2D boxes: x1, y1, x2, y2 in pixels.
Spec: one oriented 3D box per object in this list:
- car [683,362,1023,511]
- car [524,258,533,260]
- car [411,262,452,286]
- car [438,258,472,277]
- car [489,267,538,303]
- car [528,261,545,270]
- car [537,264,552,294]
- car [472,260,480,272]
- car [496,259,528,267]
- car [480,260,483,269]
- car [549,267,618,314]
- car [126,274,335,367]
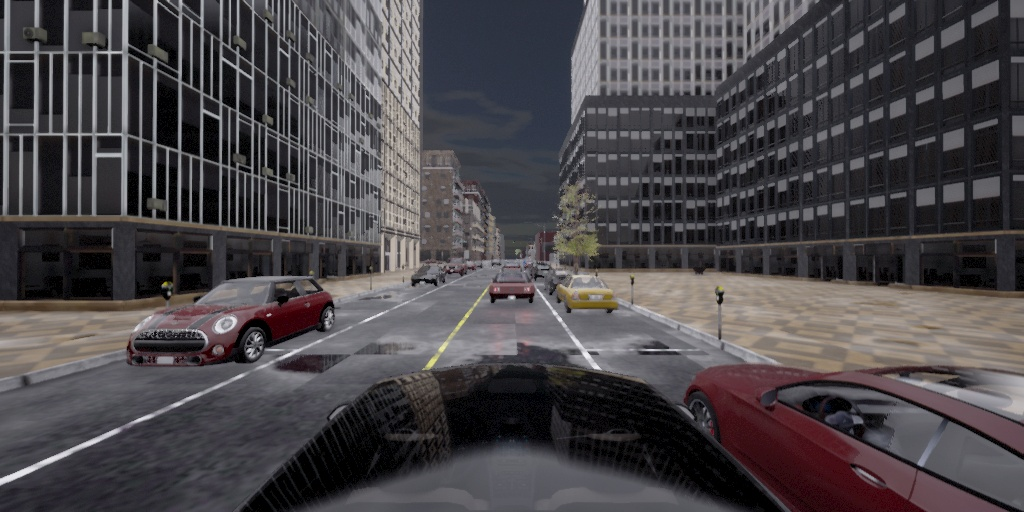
[{"bbox_3d":[2.674,1.329,2.157,1.802,1.307,4.207,0,0,0],"label":"car"},{"bbox_3d":[2.658,1.357,53.358,1.802,1.307,4.207,0,0,0],"label":"car"},{"bbox_3d":[-5.690,1.318,24.939,1.948,1.339,4.313,0,0,0],"label":"car"},{"bbox_3d":[-5.690,1.074,36.317,2.192,1.841,5.009,0,0,0],"label":"car"},{"bbox_3d":[0.000,1.367,16.530,1.895,1.301,4.718,0,0,0],"label":"car"},{"bbox_3d":[2.658,1.321,30.601,1.948,1.339,4.313,0,0,0],"label":"car"},{"bbox_3d":[2.659,1.300,19.224,2.007,1.370,4.403,0,0,0],"label":"car"},{"bbox_3d":[-5.690,1.314,47.695,1.888,1.381,4.507,0,0,0],"label":"car"},{"bbox_3d":[0.000,1.252,31.501,2.128,1.511,4.902,0,0,0],"label":"car"},{"bbox_3d":[-5.690,1.347,59.072,1.948,1.339,4.313,0,0,0],"label":"car"},{"bbox_3d":[2.664,1.274,13.705,1.751,1.417,4.829,0,0,0],"label":"car"},{"bbox_3d":[-5.690,1.187,7.872,1.967,1.591,4.097,0,0,0],"label":"car"}]
